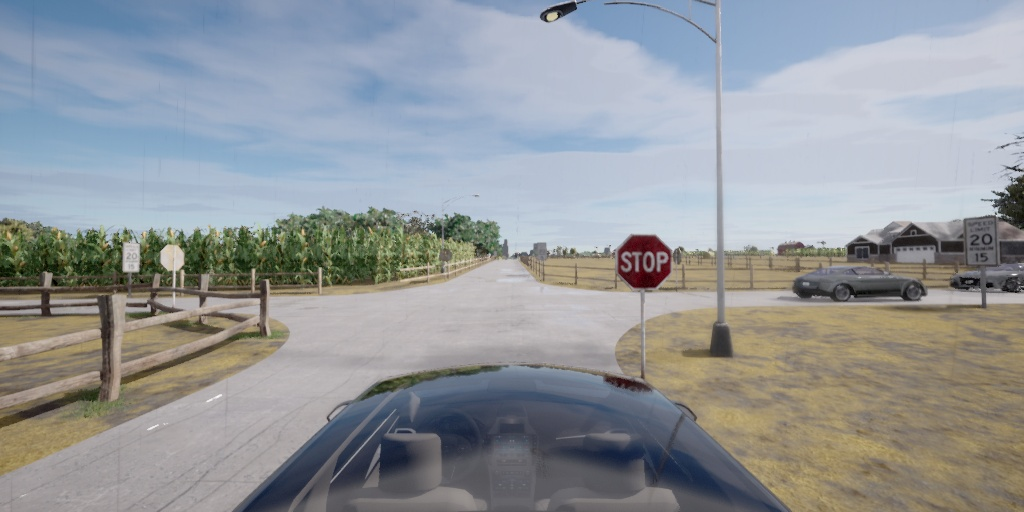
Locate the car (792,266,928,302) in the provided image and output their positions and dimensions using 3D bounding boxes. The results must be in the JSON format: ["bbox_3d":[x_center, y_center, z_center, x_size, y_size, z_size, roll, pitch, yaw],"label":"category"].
[{"bbox_3d":[13.856,1.076,14.452,4.181,1.385,1.994,-1,-2,0],"label":"car"}]

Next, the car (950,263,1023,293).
[{"bbox_3d":[24.092,1.047,17.332,4.181,1.385,1.994,-1,-2,0],"label":"car"}]
